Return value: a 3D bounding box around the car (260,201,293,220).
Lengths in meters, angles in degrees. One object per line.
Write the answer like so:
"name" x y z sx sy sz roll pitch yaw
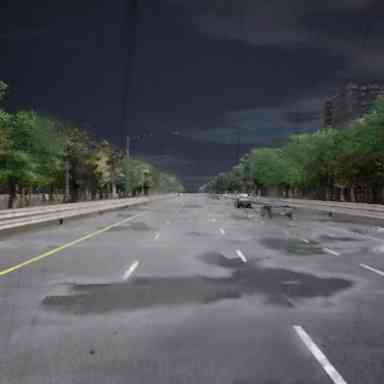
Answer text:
"car" 6.995 1.502 28.008 2.128 1.511 4.902 0 0 0

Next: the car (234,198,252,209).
"car" 7.024 1.527 46.260 1.882 1.535 5.008 0 0 0
